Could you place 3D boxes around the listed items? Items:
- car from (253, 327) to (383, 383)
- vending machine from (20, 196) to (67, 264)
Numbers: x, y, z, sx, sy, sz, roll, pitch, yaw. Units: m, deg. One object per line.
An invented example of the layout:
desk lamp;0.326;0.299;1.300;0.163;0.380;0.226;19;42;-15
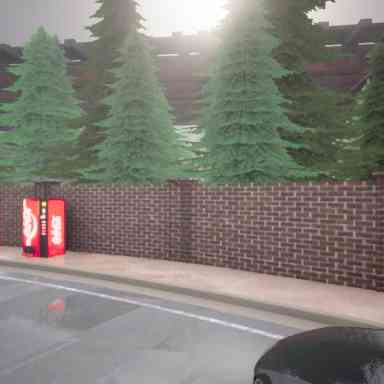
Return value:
car;2.525;1.526;1.718;4.674;1.442;1.812;0;0;40
vending machine;-4.924;1.195;11.076;0.880;2.100;1.100;0;0;23
